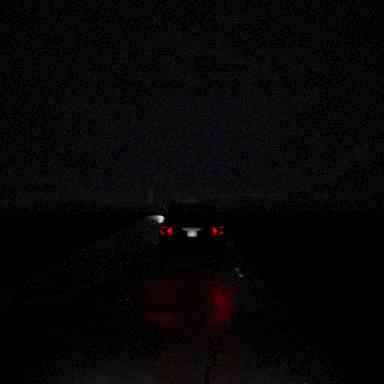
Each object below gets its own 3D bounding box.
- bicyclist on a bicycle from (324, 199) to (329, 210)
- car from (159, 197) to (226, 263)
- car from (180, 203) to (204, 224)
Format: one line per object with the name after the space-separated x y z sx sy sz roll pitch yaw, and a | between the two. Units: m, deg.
19.965 1.896 49.507 0.582 1.620 1.656 0 -1 0 | bicyclist on a bicycle
0.014 1.357 12.611 2.150 2.045 5.566 0 0 0 | car
0.038 1.796 29.279 1.882 1.535 5.008 0 0 1 | car
